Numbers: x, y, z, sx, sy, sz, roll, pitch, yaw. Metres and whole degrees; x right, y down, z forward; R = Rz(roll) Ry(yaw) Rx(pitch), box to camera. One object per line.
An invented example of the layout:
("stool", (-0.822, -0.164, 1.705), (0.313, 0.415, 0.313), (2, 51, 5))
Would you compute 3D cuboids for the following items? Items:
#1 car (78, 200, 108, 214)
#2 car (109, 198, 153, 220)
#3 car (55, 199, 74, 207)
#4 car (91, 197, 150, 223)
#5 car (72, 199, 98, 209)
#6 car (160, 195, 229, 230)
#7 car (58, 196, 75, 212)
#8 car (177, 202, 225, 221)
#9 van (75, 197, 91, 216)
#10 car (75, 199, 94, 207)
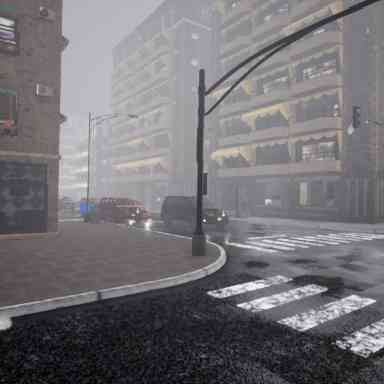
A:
("car", (-11.301, 1.657, 37.755), (1.994, 1.385, 4.181), (1, -1, -35))
("car", (-5.564, 1.410, 29.672), (2.097, 1.767, 4.553), (1, -1, -35))
("car", (-22.539, 1.848, 58.613), (1.895, 1.301, 4.718), (1, -1, -36))
("car", (-5.583, 1.310, 25.437), (2.192, 1.841, 5.009), (1, -1, -35))
("car", (-15.929, 1.749, 49.323), (2.033, 1.411, 5.357), (1, -1, -35))
("car", (0.010, 1.249, 21.827), (2.150, 2.045, 5.566), (1, -1, -36))
("car", (-15.279, 1.369, 39.068), (2.192, 1.841, 5.009), (1, -1, -35))
("car", (0.735, 1.686, 30.141), (1.752, 1.417, 4.829), (1, -1, -35))
("van", (-8.815, 1.355, 29.980), (1.690, 1.788, 3.998), (1, -1, -35))
("car", (-18.557, 1.867, 57.262), (1.802, 1.307, 4.206), (1, -1, -35))
